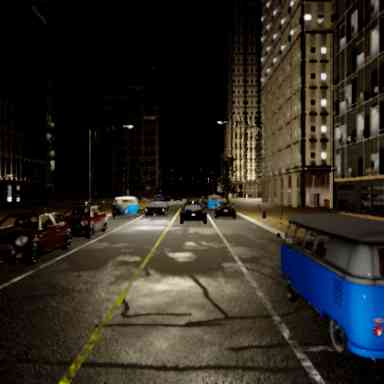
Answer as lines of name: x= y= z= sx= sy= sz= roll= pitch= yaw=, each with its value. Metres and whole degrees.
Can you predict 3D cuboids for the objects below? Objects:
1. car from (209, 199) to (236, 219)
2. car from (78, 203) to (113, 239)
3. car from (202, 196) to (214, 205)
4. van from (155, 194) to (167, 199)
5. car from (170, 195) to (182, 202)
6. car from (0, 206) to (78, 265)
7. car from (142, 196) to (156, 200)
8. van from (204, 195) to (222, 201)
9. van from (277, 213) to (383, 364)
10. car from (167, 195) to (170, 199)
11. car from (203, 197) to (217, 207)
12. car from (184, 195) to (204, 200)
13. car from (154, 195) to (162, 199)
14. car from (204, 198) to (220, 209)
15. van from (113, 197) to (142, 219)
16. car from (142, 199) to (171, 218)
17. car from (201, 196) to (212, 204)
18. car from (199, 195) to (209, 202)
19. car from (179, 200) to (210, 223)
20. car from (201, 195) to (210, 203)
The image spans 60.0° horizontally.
car: x=2.696 y=1.539 z=28.384 sx=1.947 sy=1.339 sz=4.313 roll=0 pitch=0 yaw=0
car: x=-5.687 y=1.427 z=17.046 sx=1.967 sy=1.590 sz=4.097 roll=0 pitch=0 yaw=0
car: x=2.701 y=1.444 z=56.897 sx=1.752 sy=1.417 sz=4.829 roll=0 pitch=0 yaw=0
van: x=-5.679 y=1.260 z=56.727 sx=1.690 sy=1.788 sz=3.998 roll=0 pitch=0 yaw=0
car: x=-2.989 y=1.389 z=70.365 sx=1.812 sy=1.442 sz=4.674 roll=0 pitch=0 yaw=0
car: x=-5.688 y=1.433 z=11.379 sx=1.967 sy=1.590 sz=4.097 roll=0 pitch=0 yaw=0
car: x=-5.682 y=1.479 z=39.553 sx=1.752 sy=1.417 sz=4.829 roll=0 pitch=0 yaw=0
van: x=2.699 y=1.295 z=39.721 sx=1.690 sy=1.788 sz=3.998 roll=0 pitch=0 yaw=0
van: x=2.692 y=1.338 z=5.708 sx=1.690 sy=1.788 sz=3.998 roll=0 pitch=0 yaw=0
car: x=-5.676 y=1.314 z=73.733 sx=1.967 sy=1.590 sz=4.097 roll=0 pitch=0 yaw=0
car: x=2.700 y=1.497 z=51.058 sx=1.947 sy=1.339 sz=4.313 roll=0 pitch=0 yaw=0
car: x=0.106 y=1.301 z=42.331 sx=2.097 sy=1.767 sz=4.553 roll=0 pitch=0 yaw=0
car: x=-5.681 y=1.493 z=45.390 sx=2.008 sy=1.369 sz=4.403 roll=0 pitch=0 yaw=0
car: x=2.699 y=1.509 z=45.390 sx=1.947 sy=1.339 sz=4.313 roll=0 pitch=0 yaw=0
van: x=-5.684 y=1.314 z=28.385 sx=1.690 sy=1.788 sz=3.998 roll=0 pitch=0 yaw=0
car: x=-3.094 y=1.572 z=29.833 sx=1.895 sy=1.301 sz=4.718 roll=0 pitch=0 yaw=0
car: x=2.702 y=1.456 z=62.394 sx=2.008 sy=1.369 sz=4.403 roll=0 pitch=0 yaw=0
car: x=2.704 y=1.425 z=73.733 sx=2.008 sy=1.369 sz=4.403 roll=0 pitch=0 yaw=0
car: x=0.103 y=1.542 z=25.071 sx=1.994 sy=1.385 sz=4.181 roll=0 pitch=0 yaw=0
car: x=2.703 y=1.415 z=68.235 sx=1.752 sy=1.417 sz=4.829 roll=0 pitch=0 yaw=0
